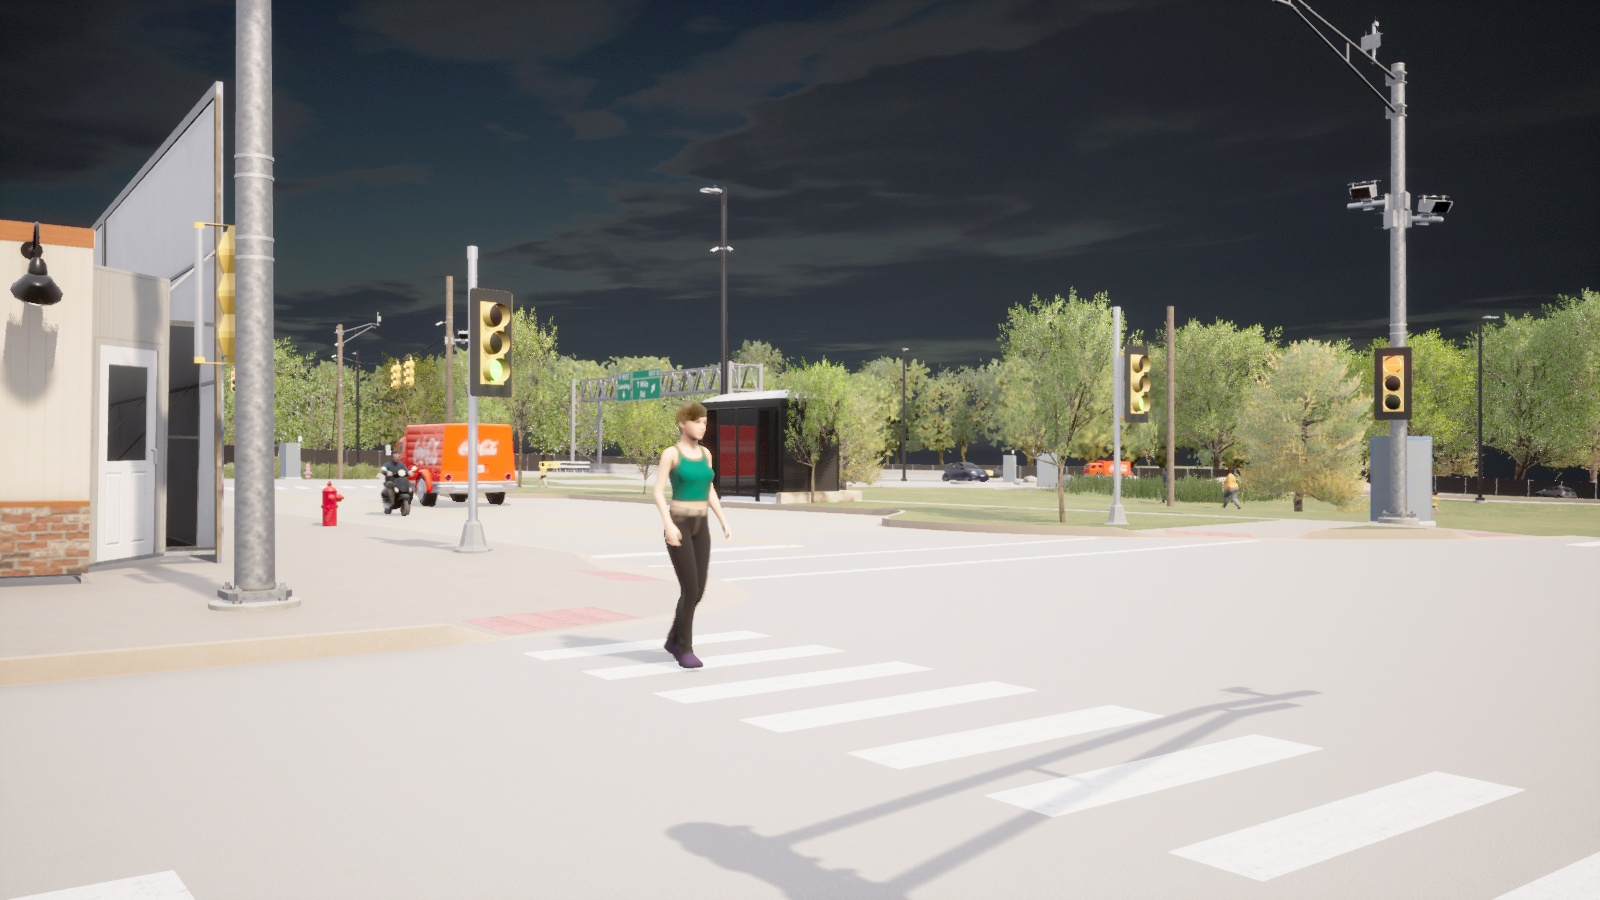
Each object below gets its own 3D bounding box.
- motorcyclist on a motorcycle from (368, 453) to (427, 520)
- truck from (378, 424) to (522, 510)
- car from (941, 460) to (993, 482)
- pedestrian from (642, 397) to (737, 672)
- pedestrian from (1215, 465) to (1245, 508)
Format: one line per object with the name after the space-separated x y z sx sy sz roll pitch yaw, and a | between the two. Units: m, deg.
-10.018 0.892 31.205 0.866 1.590 1.817 0 0 -36 | motorcyclist on a motorcycle
-10.920 0.495 38.872 2.627 2.467 5.204 0 0 -36 | truck
12.691 1.632 95.819 1.851 1.617 3.988 2 -2 -31 | car
-0.769 0.563 8.693 0.345 1.836 0.594 0 0 -44 | pedestrian
18.699 1.588 54.644 0.874 1.855 0.900 0 0 -38 | pedestrian
